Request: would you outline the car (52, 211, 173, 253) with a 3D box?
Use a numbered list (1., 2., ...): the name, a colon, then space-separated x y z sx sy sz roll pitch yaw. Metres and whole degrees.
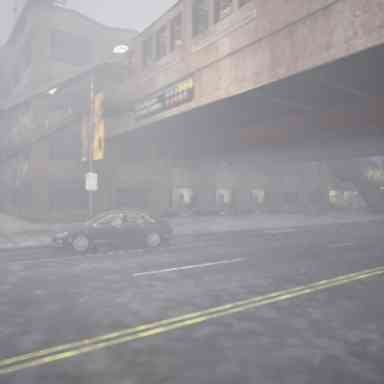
1. car: -3.203 1.540 13.874 4.892 1.521 2.231 1 0 -26
